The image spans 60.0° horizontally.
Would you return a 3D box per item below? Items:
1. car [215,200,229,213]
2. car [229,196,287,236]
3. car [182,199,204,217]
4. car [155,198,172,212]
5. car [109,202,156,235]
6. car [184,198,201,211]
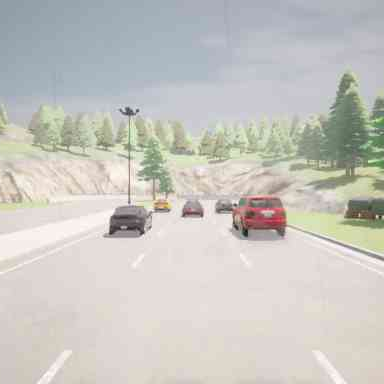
[{"bbox_3d":[3.600,1.547,37.176,2.033,1.411,5.357,0,0,0],"label":"car"},{"bbox_3d":[3.601,1.221,18.491,2.150,2.045,5.566,0,0,0],"label":"car"},{"bbox_3d":[0.090,1.564,31.654,1.994,1.385,4.181,0,0,0],"label":"car"},{"bbox_3d":[-3.398,1.478,39.154,1.882,1.535,5.008,0,0,0],"label":"car"},{"bbox_3d":[-3.399,1.505,18.966,1.837,1.490,4.892,0,0,0],"label":"car"},{"bbox_3d":[0.123,1.547,42.732,2.033,1.411,5.357,0,0,1],"label":"car"}]
